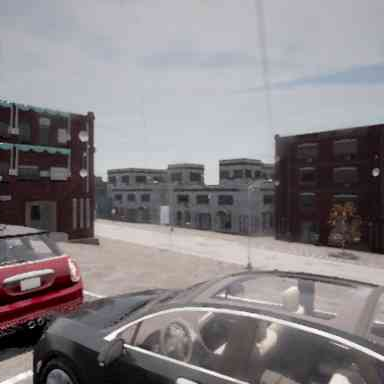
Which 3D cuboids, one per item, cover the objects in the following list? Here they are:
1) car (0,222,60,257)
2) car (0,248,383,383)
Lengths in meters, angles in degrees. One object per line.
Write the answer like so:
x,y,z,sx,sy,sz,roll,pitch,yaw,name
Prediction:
-4.114,1.369,6.066,4.553,1.767,2.185,0,0,34,car
0.541,1.478,2.888,4.892,1.521,2.231,0,0,36,car
